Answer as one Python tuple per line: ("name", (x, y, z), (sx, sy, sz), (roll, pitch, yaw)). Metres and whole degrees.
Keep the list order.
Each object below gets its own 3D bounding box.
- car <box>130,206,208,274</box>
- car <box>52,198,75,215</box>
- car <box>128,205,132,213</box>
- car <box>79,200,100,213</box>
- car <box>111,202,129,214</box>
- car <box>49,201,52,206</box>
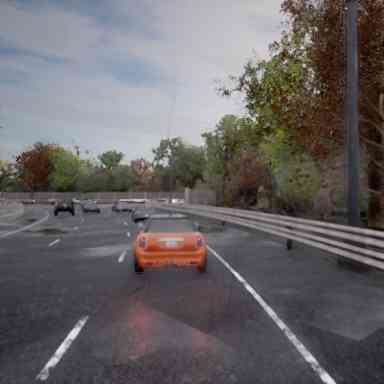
("car", (-0.770, 1.479, 11.287), (2.097, 1.767, 4.553), (0, -1, -5))
("car", (-15.408, 1.705, 40.129), (2.150, 2.045, 5.566), (0, 0, -23))
("car", (-4.135, 1.888, 28.661), (1.994, 1.385, 4.181), (0, -1, -14))
("car", (-13.680, 2.091, 44.770), (1.994, 1.385, 4.181), (0, -1, -24))
("car", (-9.333, 2.050, 43.813), (2.033, 1.411, 5.357), (0, -1, -24))
("car", (-31.383, 2.406, 77.183), (1.882, 1.535, 5.008), (0, -1, -44))
